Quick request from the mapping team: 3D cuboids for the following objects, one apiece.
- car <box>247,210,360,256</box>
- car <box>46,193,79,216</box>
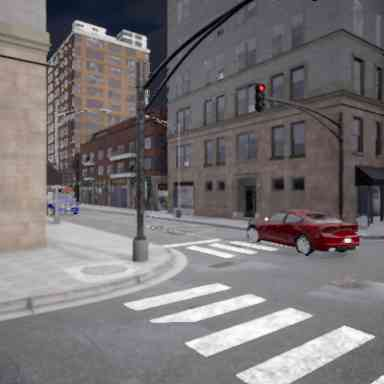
[{"bbox_3d":[4.121,1.446,13.214,1.882,1.535,5.008,1,0,-24],"label":"car"},{"bbox_3d":[-12.544,1.146,31.697,2.150,2.045,5.566,0,0,-36],"label":"car"}]
